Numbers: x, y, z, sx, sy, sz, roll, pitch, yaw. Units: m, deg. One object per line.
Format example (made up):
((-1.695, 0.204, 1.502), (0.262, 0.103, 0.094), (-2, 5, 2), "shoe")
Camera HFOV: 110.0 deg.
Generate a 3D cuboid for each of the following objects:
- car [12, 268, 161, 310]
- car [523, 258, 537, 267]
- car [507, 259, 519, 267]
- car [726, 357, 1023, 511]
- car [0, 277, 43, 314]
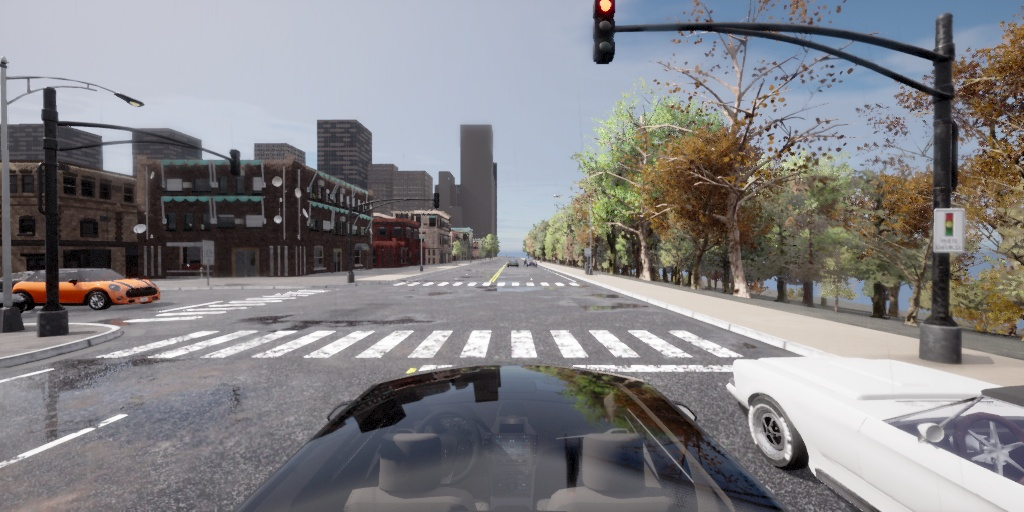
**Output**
((-17.965, 1.301, 15.284), (4.553, 1.767, 2.097), (-1, 1, -1), "car")
((3.422, 1.327, 63.685), (1.895, 1.301, 4.718), (0, 0, 0), "car")
((0.160, 1.291, 63.407), (1.994, 1.385, 4.181), (0, 0, 1), "car")
((3.350, 1.351, 1.900), (1.895, 1.301, 4.718), (0, 0, 0), "car")
((-19.935, 1.565, 12.550), (4.313, 1.339, 1.948), (0, 0, 0), "car")
